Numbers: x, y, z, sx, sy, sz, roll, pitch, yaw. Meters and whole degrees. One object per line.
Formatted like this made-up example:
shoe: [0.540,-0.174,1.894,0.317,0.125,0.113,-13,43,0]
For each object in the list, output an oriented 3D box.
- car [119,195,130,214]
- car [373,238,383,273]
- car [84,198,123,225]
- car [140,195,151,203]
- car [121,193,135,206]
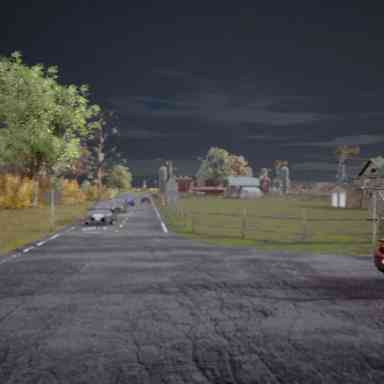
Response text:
car: [-7.858,1.419,34.980,1.837,1.490,4.892,1,0,-8]
car: [7.162,1.573,8.103,5.008,1.535,1.882,1,0,-1]
car: [-6.313,1.419,23.515,2.128,1.511,4.902,1,0,-8]
car: [-8.903,1.412,64.206,1.837,1.490,4.892,1,0,-8]
car: [-10.025,1.108,51.501,2.150,2.045,5.566,1,0,-7]
